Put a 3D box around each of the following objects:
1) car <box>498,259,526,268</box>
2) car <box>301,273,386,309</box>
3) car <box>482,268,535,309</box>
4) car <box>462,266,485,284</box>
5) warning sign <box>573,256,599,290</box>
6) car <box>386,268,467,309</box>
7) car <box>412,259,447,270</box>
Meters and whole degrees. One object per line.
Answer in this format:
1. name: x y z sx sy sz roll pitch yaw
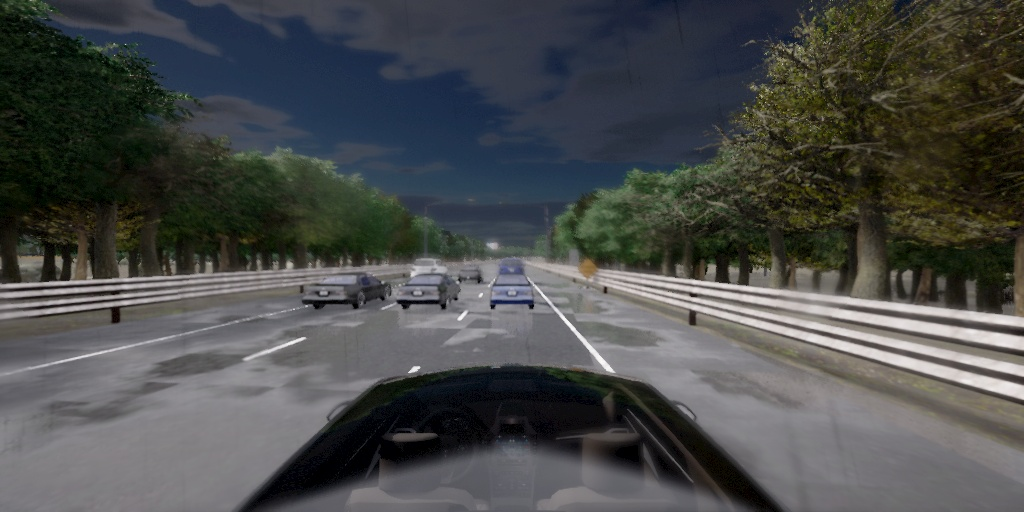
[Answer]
1. car: 0.003 1.284 30.878 2.150 2.045 5.566 0 0 0
2. car: -6.997 1.450 15.834 2.033 1.411 5.357 0 -1 0
3. car: 0.002 1.450 15.834 2.033 1.411 5.357 0 -1 0
4. car: -3.492 1.564 31.160 2.128 1.511 4.902 0 -1 0
5. warning sign: 4.552 1.082 21.595 1.300 1.860 1.060 0 0 0
6. car: -3.498 1.450 15.835 2.033 1.411 5.357 0 -1 0
7. car: -6.996 1.284 30.893 2.150 2.045 5.566 0 -1 0
